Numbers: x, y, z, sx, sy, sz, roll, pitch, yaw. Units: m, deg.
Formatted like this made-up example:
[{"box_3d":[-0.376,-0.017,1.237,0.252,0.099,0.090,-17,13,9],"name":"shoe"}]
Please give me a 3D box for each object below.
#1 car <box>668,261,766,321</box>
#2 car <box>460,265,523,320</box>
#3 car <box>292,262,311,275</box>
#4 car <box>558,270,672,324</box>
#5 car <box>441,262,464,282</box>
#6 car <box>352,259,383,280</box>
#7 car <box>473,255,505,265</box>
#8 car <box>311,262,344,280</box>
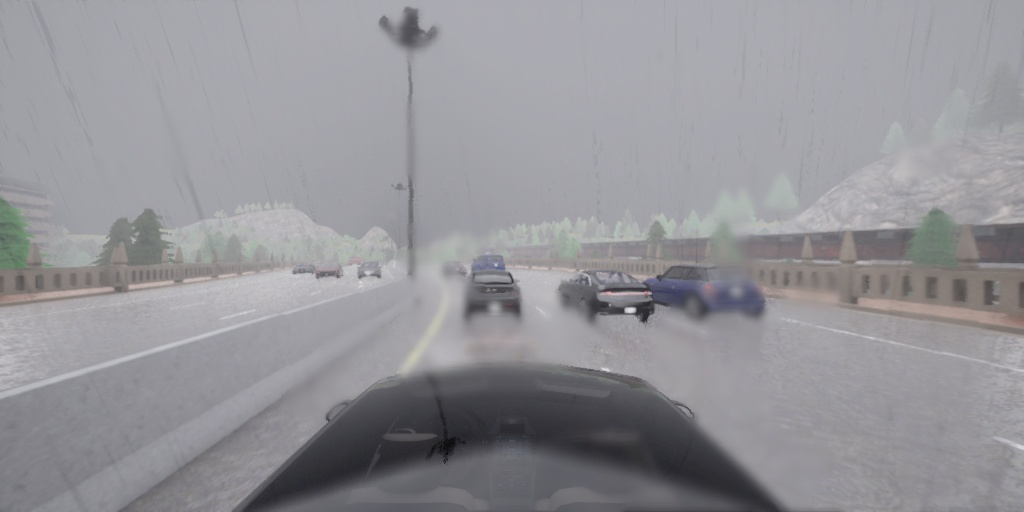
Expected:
[{"box_3d":[6.270,1.048,12.462,2.097,1.767,4.553,0,0,-6],"name":"car"},{"box_3d":[-0.754,1.236,12.636,1.837,1.490,4.892,0,0,-7],"name":"car"},{"box_3d":[-23.051,1.392,40.063,1.994,1.385,4.181,0,0,-21],"name":"car"},{"box_3d":[2.845,1.206,11.807,2.128,1.511,4.902,0,0,-6],"name":"car"},{"box_3d":[-5.386,1.260,33.090,2.033,1.411,5.357,0,0,-19],"name":"car"},{"box_3d":[-12.541,1.260,31.764,2.128,1.511,4.902,0,0,-19],"name":"car"},{"box_3d":[-2.287,0.907,34.726,2.150,2.045,5.566,0,0,-19],"name":"car"},{"box_3d":[-16.601,1.276,32.796,1.882,1.535,5.008,0,0,-20],"name":"car"}]
